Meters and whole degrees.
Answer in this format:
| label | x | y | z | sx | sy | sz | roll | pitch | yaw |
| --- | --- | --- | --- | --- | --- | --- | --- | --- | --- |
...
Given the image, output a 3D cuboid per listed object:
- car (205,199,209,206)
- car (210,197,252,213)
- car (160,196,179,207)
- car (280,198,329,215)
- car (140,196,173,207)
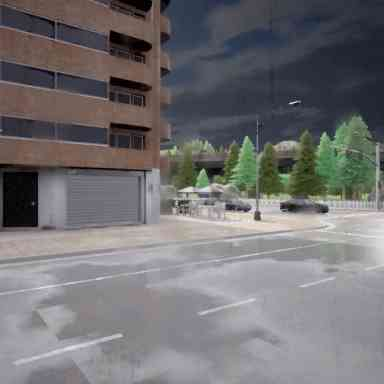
| label | x | y | z | sx | sy | sz | roll | pitch | yaw |
| --- | --- | --- | --- | --- | --- | --- | --- | --- | --- |
| car | 3.743 | 1.436 | 43.085 | 2.128 | 1.511 | 4.902 | 0 | 0 | -39 |
| car | 4.418 | 1.451 | 36.413 | 1.837 | 1.490 | 4.892 | 0 | 0 | -36 |
| car | -3.643 | 1.297 | 46.338 | 4.553 | 1.767 | 2.097 | 0 | 0 | 43 |
| car | 11.116 | 1.422 | 33.149 | 1.882 | 1.535 | 5.008 | 0 | 0 | -36 |
| car | -5.560 | 1.422 | 52.337 | 5.008 | 1.535 | 1.882 | 0 | 0 | 31 |
